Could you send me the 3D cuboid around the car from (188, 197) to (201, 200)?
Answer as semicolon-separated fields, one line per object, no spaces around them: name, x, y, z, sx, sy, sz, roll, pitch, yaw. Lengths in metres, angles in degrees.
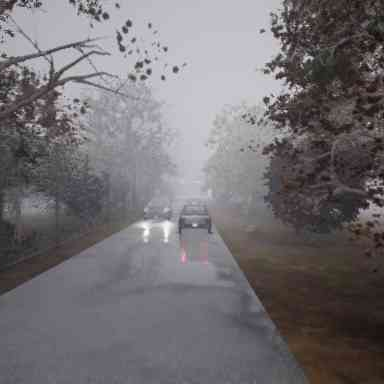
car;0.266;1.323;38.051;2.097;1.767;4.553;0;0;0

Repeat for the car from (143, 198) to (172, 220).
car;-2.691;1.329;27.299;2.097;1.767;4.553;0;0;1

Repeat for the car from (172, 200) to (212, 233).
car;0.163;1.477;19.541;2.128;1.511;4.902;0;0;0
